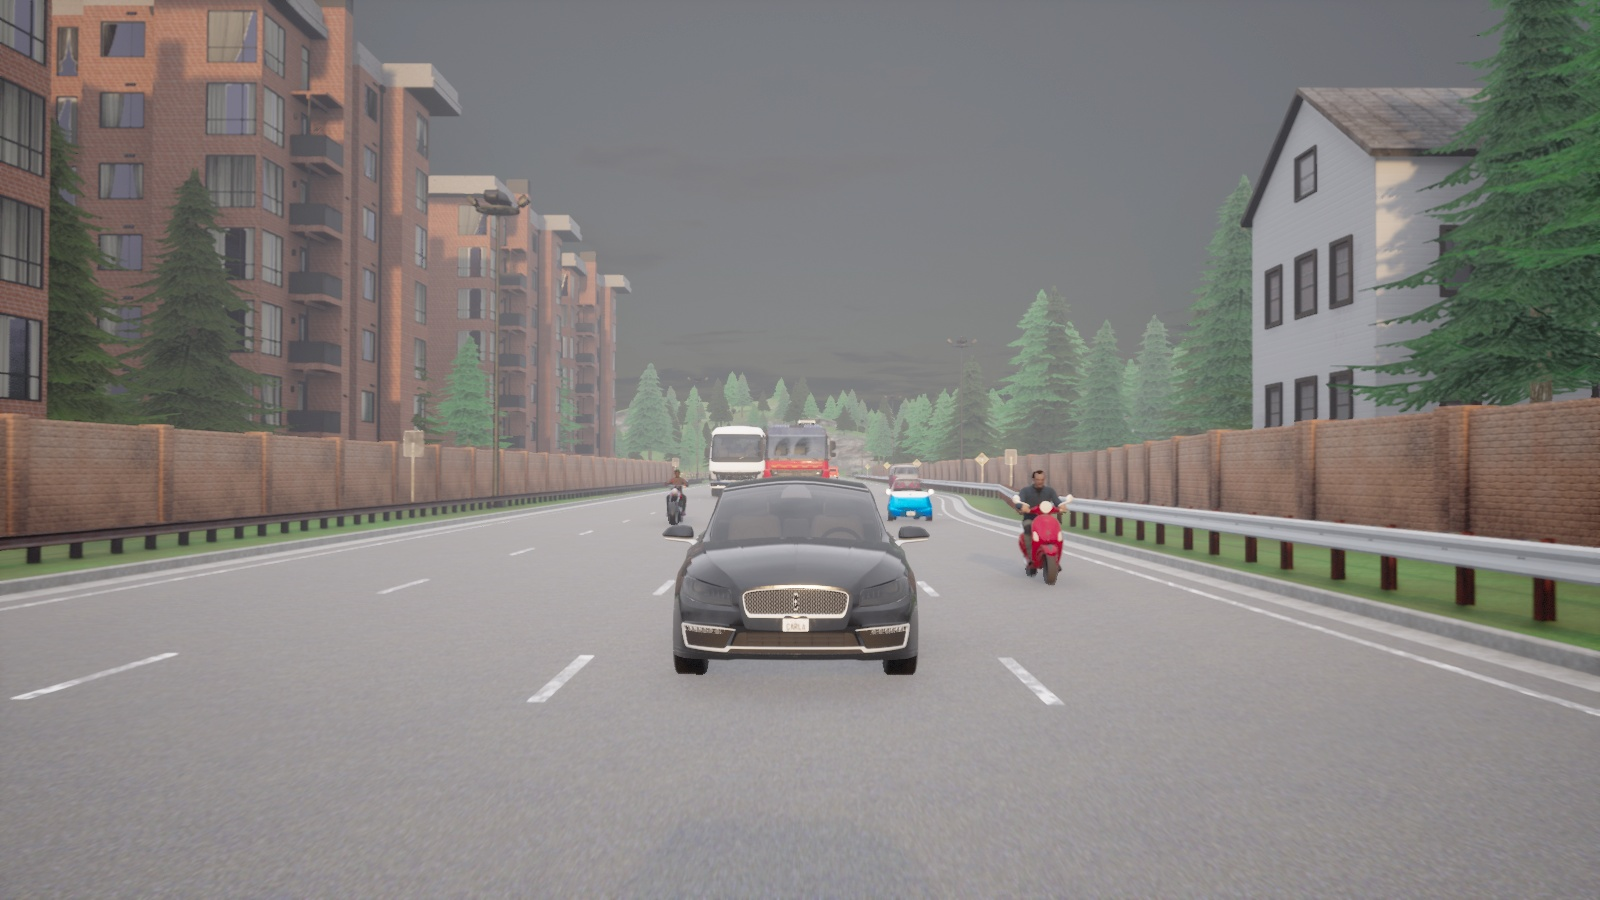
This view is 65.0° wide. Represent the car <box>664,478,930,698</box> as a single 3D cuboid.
[{"bbox_3d":[-0.027,1.006,11.154,1.837,1.490,4.892,0,-1,0],"label":"car"}]

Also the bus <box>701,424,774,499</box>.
[{"bbox_3d":[-3.692,0.745,77.178,3.944,4.253,10.273,0,-1,0],"label":"bus"}]

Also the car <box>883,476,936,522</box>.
[{"bbox_3d":[3.405,1.514,39.353,1.481,1.376,2.207,0,-1,0],"label":"car"}]

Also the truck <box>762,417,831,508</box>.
[{"bbox_3d":[-0.143,0.608,57.182,2.891,3.827,8.468,0,-1,0],"label":"truck"}]

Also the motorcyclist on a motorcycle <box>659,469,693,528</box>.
[{"bbox_3d":[-3.589,1.389,36.446,0.766,1.649,2.350,0,-1,0],"label":"motorcyclist on a motorcycle"}]

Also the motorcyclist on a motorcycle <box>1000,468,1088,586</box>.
[{"bbox_3d":[3.443,1.054,17.888,0.866,1.590,1.817,-1,-1,-1],"label":"motorcyclist on a motorcycle"}]

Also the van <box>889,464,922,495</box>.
[{"bbox_3d":[6.784,1.903,81.428,1.775,1.987,4.442,0,-1,0],"label":"van"}]
